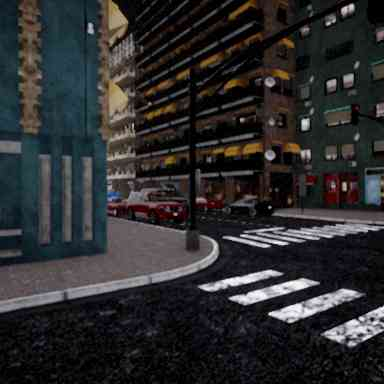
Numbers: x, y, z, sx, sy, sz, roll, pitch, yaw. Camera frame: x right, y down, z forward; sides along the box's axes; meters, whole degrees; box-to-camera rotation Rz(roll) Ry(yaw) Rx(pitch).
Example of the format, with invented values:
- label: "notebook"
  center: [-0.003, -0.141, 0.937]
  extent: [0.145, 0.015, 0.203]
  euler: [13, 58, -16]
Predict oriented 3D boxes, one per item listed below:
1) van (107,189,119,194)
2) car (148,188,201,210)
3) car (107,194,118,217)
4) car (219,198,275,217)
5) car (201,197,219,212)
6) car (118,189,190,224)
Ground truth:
- label: "van"
  center: [-11.881, 0.502, 48.338]
  extent: [1.690, 1.788, 3.998]
  euler: [1, 0, -36]
- label: "car"
  center: [-2.042, 0.763, 24.787]
  extent: [2.150, 2.045, 5.566]
  euler: [0, 1, -36]
- label: "car"
  center: [-5.661, 1.060, 25.400]
  extent: [1.887, 1.381, 4.507]
  euler: [1, 0, -36]
- label: "car"
  center: [4.417, 1.126, 25.755]
  extent: [1.947, 1.339, 4.313]
  euler: [1, 0, -36]
- label: "car"
  center: [1.157, 1.062, 30.271]
  extent: [1.802, 1.307, 4.206]
  euler: [1, 0, -36]
- label: "car"
  center: [-2.397, 0.910, 20.881]
  extent: [2.192, 1.841, 5.009]
  euler: [1, 0, -36]
